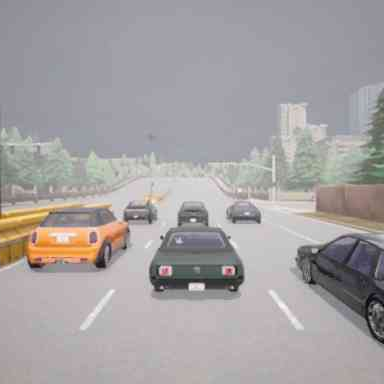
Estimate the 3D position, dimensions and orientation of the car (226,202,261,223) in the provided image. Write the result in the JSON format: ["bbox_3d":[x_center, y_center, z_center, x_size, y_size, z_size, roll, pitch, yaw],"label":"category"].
[{"bbox_3d":[3.560,1.356,23.431,1.994,1.385,4.181,0,0,0],"label":"car"}]

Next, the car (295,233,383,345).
[{"bbox_3d":[3.592,1.492,6.182,2.033,1.411,5.357,0,1,0],"label":"car"}]

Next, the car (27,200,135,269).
[{"bbox_3d":[-3.412,1.254,10.904,2.097,1.767,4.553,0,0,0],"label":"car"}]

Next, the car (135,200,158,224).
[{"bbox_3d":[-3.439,1.290,22.742,2.128,1.511,4.902,0,1,0],"label":"car"}]

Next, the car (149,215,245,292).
[{"bbox_3d":[0.087,1.524,8.639,1.895,1.301,4.718,0,1,0],"label":"car"}]

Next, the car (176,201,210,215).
[{"bbox_3d":[0.065,1.319,21.040,1.837,1.490,4.892,0,0,0],"label":"car"}]
